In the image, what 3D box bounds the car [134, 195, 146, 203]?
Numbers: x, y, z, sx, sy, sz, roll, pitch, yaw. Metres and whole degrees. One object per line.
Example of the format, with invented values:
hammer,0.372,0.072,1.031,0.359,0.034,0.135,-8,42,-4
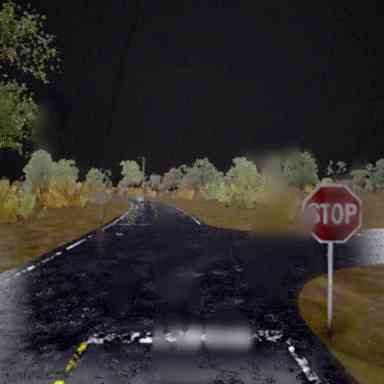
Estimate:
car,-9.782,1.328,61.963,2.128,1.511,4.902,0,0,-11
